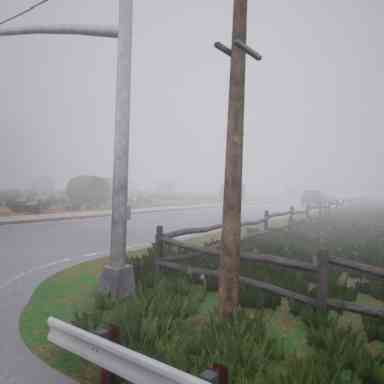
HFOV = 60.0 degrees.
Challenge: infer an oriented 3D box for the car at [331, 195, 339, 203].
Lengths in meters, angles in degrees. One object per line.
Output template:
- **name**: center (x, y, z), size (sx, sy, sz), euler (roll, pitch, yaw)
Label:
- **car**: center (21.133, 1.129, 50.746), size (1.994, 1.385, 4.181), euler (3, 2, 33)

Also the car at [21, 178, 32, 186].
- **car**: center (-39.212, -2.348, 79.240), size (1.905, 1.878, 3.866), euler (8, 2, -13)

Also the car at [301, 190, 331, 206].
- **car**: center (15.383, 0.807, 41.847), size (2.150, 2.045, 5.566), euler (3, 2, 34)
